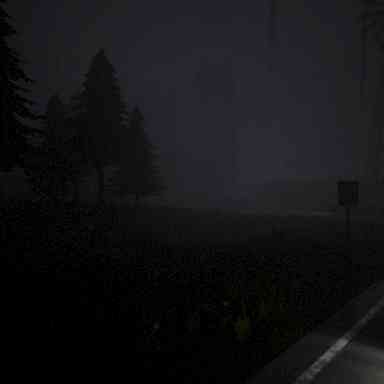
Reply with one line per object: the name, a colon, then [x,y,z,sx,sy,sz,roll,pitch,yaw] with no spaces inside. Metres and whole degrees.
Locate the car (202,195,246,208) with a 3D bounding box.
car: [3.957,1.305,39.019,5.008,1.535,1.882,0,0,43]

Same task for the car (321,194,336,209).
car: [16.319,1.163,38.870,1.905,1.878,3.866,0,0,12]

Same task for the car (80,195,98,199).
car: [-22.158,1.404,70.699,1.994,1.381,4.181,0,0,42]

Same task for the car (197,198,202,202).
car: [2.369,1.308,48.602,1.851,1.617,3.988,0,0,42]

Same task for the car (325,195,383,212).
car: [14.750,1.290,29.178,5.008,1.535,1.882,-1,-1,42]
